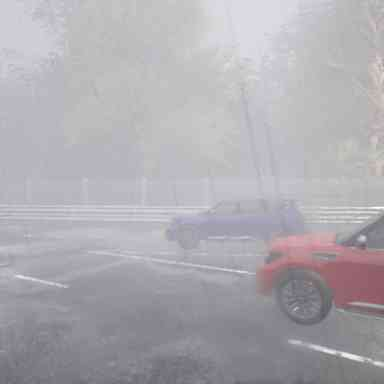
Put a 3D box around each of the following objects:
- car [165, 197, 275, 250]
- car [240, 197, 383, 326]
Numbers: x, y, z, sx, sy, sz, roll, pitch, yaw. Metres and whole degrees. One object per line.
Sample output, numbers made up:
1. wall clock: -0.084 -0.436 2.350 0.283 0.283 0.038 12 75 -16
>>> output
1. car: 1.738 1.222 13.428 5.566 2.045 2.150 0 0 8
2. car: 3.830 1.194 5.359 5.566 2.045 2.150 0 0 36
